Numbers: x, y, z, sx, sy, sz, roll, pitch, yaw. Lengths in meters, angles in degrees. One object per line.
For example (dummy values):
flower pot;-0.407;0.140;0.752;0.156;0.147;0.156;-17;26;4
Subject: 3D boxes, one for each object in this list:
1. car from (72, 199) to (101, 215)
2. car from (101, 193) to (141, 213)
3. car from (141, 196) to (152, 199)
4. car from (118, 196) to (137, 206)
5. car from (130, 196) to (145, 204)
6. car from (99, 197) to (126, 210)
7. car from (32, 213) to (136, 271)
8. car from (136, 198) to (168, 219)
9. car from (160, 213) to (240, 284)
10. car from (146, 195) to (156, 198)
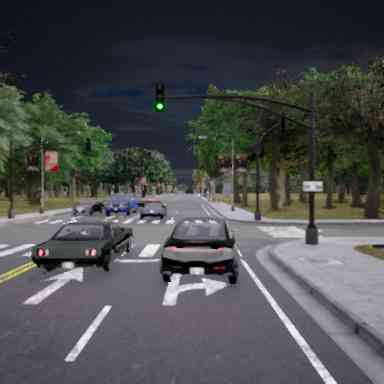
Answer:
car;-9.835;1.393;31.891;2.128;1.511;4.902;0;0;2
car;-6.593;1.124;31.546;2.150;2.045;5.566;0;0;0
car;-6.589;1.476;41.357;1.895;1.301;4.718;0;0;0
car;-9.795;1.355;50.954;1.837;1.490;4.892;0;0;1
car;-9.786;1.390;60.220;1.994;1.385;4.181;0;0;1
car;-9.839;1.366;41.441;2.128;1.511;4.902;0;0;0
car;-3.150;1.566;10.691;1.895;1.301;4.718;0;0;0
car;-3.149;1.476;28.007;1.994;1.385;4.181;0;0;0
car;0.337;1.460;9.493;2.128;1.511;4.902;0;0;5
car;-6.540;1.200;51.604;2.097;1.767;4.553;0;0;1
